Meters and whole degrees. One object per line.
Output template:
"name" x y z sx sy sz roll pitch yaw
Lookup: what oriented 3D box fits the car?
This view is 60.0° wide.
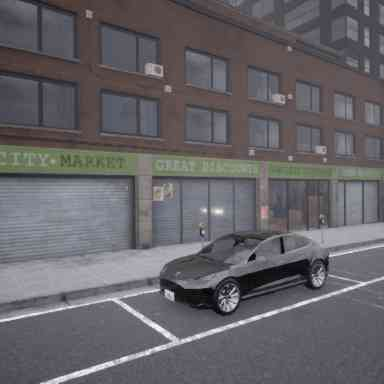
"car" 1.346 1.565 7.511 4.313 1.339 1.947 0 -1 -36
